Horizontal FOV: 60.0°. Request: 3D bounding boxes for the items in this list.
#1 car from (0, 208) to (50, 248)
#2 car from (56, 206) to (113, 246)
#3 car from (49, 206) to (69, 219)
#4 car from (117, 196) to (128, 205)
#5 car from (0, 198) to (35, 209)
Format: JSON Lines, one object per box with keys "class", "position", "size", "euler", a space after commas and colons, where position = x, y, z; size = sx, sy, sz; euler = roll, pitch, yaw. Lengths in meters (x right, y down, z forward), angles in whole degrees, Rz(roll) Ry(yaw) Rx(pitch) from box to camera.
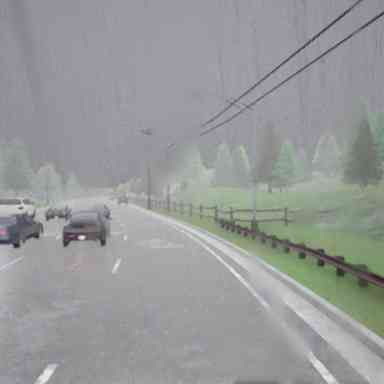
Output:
{"class": "car", "position": [-8.435, 1.700, 15.388], "size": [2.033, 1.411, 5.357], "euler": [0, -1, -10]}
{"class": "car", "position": [-5.056, 1.666, 16.314], "size": [1.837, 1.490, 4.892], "euler": [0, 0, -11]}
{"class": "car", "position": [-12.097, 1.897, 30.474], "size": [1.895, 1.301, 4.718], "euler": [0, -1, -15]}
{"class": "car", "position": [-16.993, 2.004, 81.452], "size": [2.150, 2.045, 5.566], "euler": [0, -1, -15]}
{"class": "car", "position": [-15.461, 1.507, 29.507], "size": [2.150, 2.045, 5.566], "euler": [0, 0, -15]}
